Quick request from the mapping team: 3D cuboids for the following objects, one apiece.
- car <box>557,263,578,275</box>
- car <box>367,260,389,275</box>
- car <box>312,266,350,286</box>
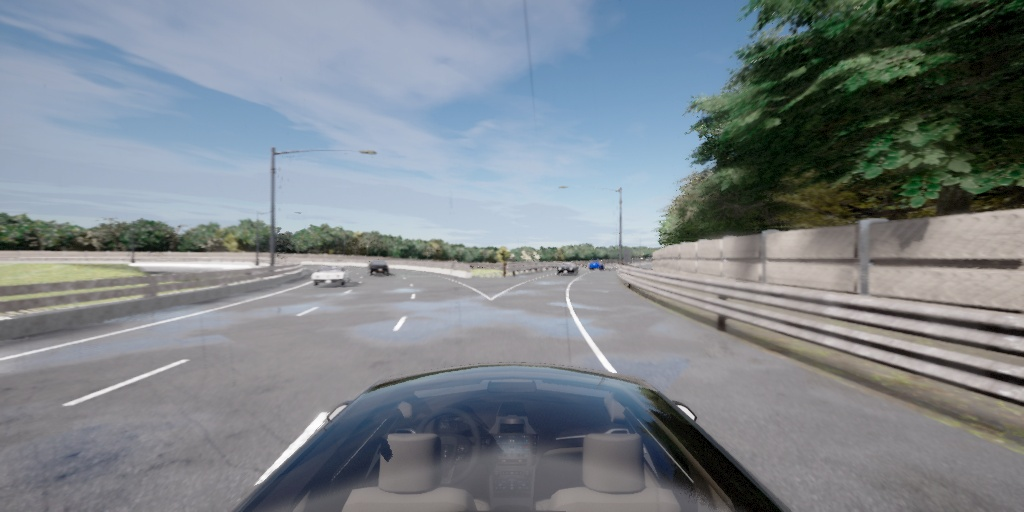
[{"bbox_3d":[6.285,1.409,39.972,1.895,1.301,4.718,0,0,16],"label":"car"},{"bbox_3d":[-14.314,1.217,38.194,1.882,1.535,5.008,1,0,-26],"label":"car"},{"bbox_3d":[-12.466,1.335,24.996,1.895,1.301,4.718,0,0,-19],"label":"car"}]
